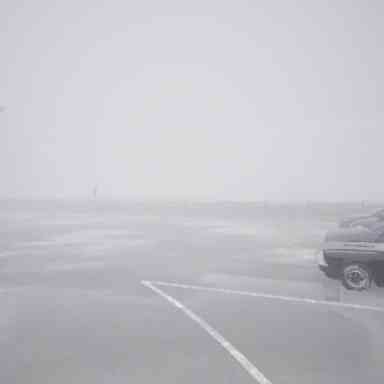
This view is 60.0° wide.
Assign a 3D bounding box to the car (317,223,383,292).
[{"bbox_3d":[5.383,1.576,7.590,4.718,1.301,1.895,0,0,22],"label":"car"}]

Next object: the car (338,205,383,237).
[{"bbox_3d":[10.036,1.471,17.021,4.674,1.442,1.812,0,0,22],"label":"car"}]

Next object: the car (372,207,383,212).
[{"bbox_3d":[9.157,1.447,13.614,4.902,1.511,2.128,0,0,22],"label":"car"}]

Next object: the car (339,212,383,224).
[{"bbox_3d":[7.089,1.513,10.675,5.357,1.411,2.033,0,0,22],"label":"car"}]
